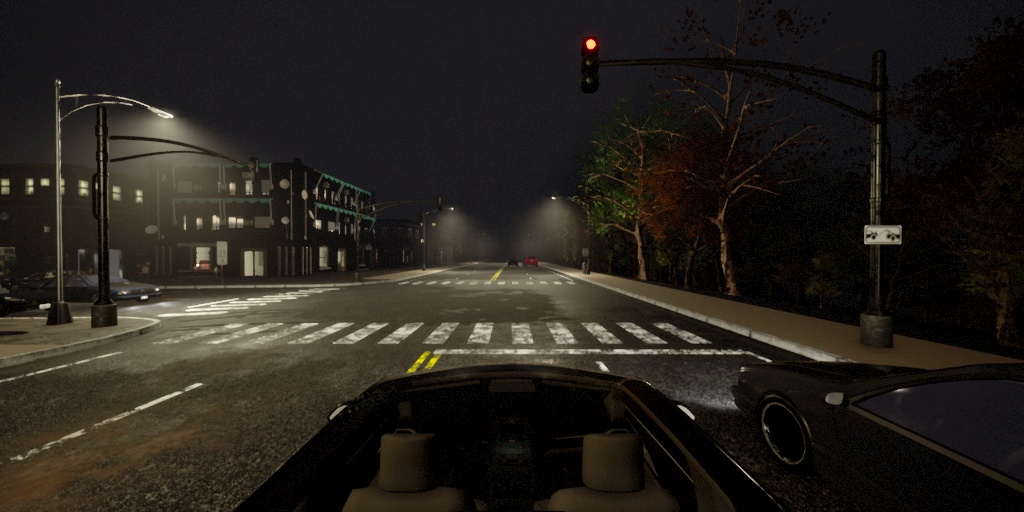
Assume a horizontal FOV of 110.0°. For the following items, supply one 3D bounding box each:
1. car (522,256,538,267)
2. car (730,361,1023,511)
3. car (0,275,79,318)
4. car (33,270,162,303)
[{"bbox_3d":[3.416,0.947,63.877,2.150,2.045,5.566,0,0,0],"label":"car"},{"bbox_3d":[3.327,1.297,1.672,2.033,1.411,5.357,0,0,3],"label":"car"},{"bbox_3d":[-19.935,1.564,13.654,4.313,1.339,1.948,0,0,0],"label":"car"},{"bbox_3d":[-19.287,1.511,16.380,5.357,1.411,2.033,-1,1,3],"label":"car"}]
